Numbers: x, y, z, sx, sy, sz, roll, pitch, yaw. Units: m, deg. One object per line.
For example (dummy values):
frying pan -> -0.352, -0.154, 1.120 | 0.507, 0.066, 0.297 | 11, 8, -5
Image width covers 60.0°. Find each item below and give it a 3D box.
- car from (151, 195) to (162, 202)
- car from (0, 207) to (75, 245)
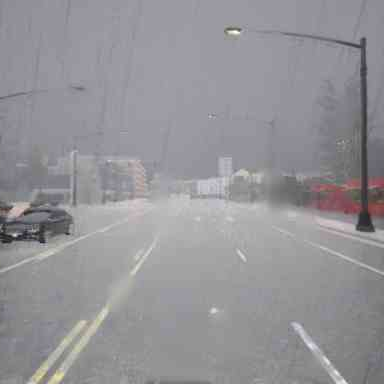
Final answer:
car -> -10.485, 1.840, 94.918 | 2.097, 1.767, 4.553 | 0, 0, 0
car -> -7.097, 1.510, 15.741 | 1.837, 1.490, 4.892 | 0, 0, 0
